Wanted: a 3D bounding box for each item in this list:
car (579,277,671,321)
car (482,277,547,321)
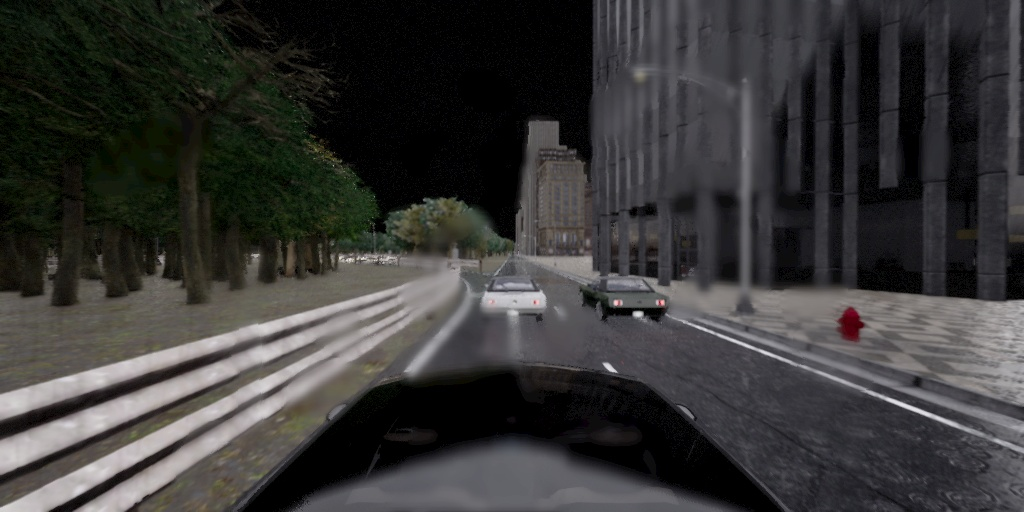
[{"bbox_3d":[3.590,1.363,12.409,1.895,1.301,4.718,0,0,0],"label":"car"},{"bbox_3d":[-0.009,1.363,12.458,1.895,1.301,4.718,0,0,-2],"label":"car"}]
